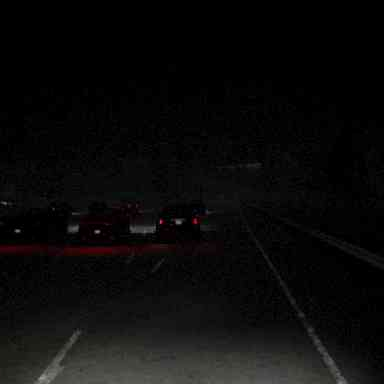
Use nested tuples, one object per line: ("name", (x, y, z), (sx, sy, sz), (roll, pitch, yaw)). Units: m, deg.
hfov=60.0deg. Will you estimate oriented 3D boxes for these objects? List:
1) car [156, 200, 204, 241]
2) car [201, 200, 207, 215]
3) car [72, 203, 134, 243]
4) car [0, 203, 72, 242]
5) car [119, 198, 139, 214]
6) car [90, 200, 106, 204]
("car", (-0.790, 1.417, 17.215), (2.097, 1.767, 4.553), (0, 0, -5))
("car", (0.541, 1.637, 36.019), (1.837, 1.490, 4.892), (0, 0, 4))
("car", (-4.235, 1.546, 16.626), (1.882, 1.535, 5.008), (0, 0, -5))
("car", (-7.774, 1.552, 16.898), (1.882, 1.535, 5.008), (0, 0, -5))
("car", (-6.956, 1.498, 36.872), (2.097, 1.767, 4.553), (0, 0, -10))
("car", (-10.799, 1.650, 38.437), (2.128, 1.511, 4.902), (0, 0, -11))
